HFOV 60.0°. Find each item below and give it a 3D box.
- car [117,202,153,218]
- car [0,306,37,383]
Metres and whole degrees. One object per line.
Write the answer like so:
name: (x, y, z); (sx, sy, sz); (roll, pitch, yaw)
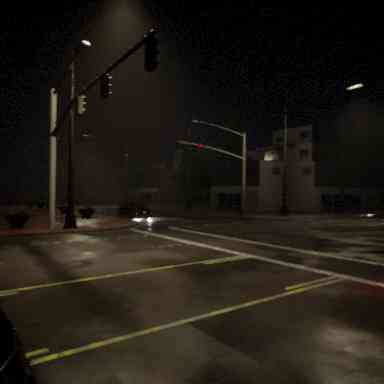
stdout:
car: (-5.357, 1.604, 31.035); (1.994, 1.385, 4.181); (1, 0, -35)
car: (-3.585, 1.213, 1.189); (5.566, 2.045, 2.150); (0, 0, -36)
